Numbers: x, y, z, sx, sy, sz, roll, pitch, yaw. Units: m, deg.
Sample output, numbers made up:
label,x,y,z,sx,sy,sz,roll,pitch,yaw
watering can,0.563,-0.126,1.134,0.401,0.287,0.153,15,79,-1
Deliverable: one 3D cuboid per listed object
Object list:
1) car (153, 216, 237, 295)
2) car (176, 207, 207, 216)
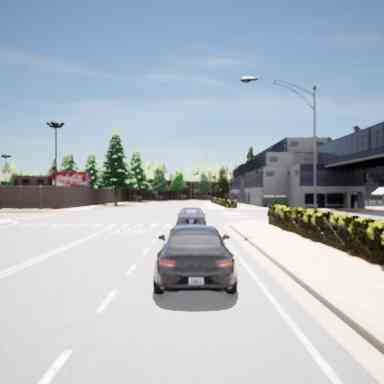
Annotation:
label,x,y,z,sx,sy,sz,roll,pitch,yaw
car,0.060,1.581,8.744,1.812,1.442,4.674,0,0,-1
car,-0.045,1.678,21.059,2.033,1.411,5.357,0,0,0
